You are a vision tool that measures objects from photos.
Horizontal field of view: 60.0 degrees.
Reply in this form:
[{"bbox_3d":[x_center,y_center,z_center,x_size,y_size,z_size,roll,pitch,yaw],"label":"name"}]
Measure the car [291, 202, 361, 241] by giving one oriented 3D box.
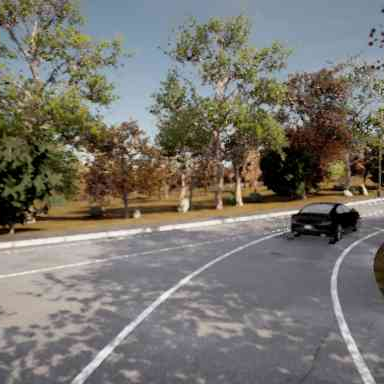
[{"bbox_3d":[6.313,1.200,15.472,1.882,1.535,5.008,0,2,40],"label":"car"}]
